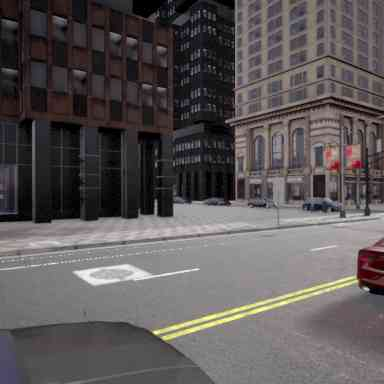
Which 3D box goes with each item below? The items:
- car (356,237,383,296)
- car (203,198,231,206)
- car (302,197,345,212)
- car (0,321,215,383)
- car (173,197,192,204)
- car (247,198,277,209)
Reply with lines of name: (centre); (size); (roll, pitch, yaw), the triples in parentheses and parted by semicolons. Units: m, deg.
car: (5.708, 1.477, 7.516); (5.008, 1.535, 1.882); (0, 0, -36)
car: (3.995, 1.593, 53.451); (2.033, 1.411, 5.357); (0, 0, -35)
car: (14.966, 1.376, 37.922); (2.097, 1.767, 4.553); (0, 0, -35)
car: (-2.306, 1.547, 1.799); (5.357, 1.411, 2.033); (0, 0, -35)
car: (-2.118, 1.607, 62.157); (2.033, 1.411, 5.357); (0, 0, -35)
car: (9.688, 1.525, 45.386); (2.128, 1.511, 4.902); (0, 0, -35)
